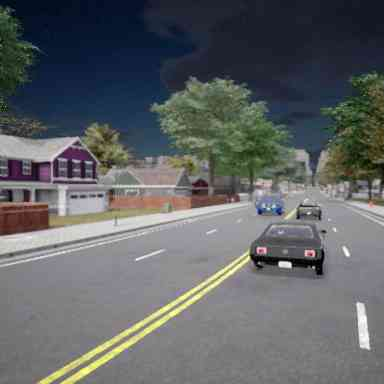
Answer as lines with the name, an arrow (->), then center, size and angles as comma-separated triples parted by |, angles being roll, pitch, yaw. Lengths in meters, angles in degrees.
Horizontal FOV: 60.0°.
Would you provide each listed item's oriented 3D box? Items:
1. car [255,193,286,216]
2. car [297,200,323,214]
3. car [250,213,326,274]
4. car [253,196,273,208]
car -> 7.748, 1.166, 32.086 | 2.150, 2.045, 5.566 | 0, 0, 20
car -> 9.772, 1.430, 27.651 | 2.128, 1.511, 4.902 | 0, 0, 20
car -> 3.267, 1.574, 10.610 | 1.895, 1.301, 4.718 | 0, 0, 23
car -> 10.491, 1.432, 48.655 | 2.128, 1.511, 4.902 | 0, 0, 21
